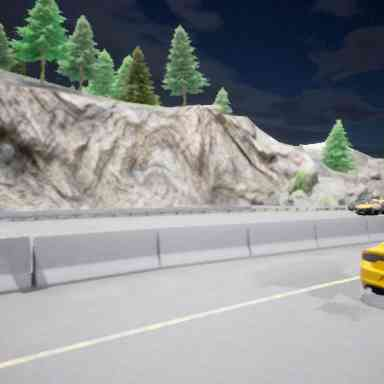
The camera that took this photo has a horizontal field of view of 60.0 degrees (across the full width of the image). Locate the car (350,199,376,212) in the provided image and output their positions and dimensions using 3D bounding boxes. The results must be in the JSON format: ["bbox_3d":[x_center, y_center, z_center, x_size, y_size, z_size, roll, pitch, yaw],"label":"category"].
[{"bbox_3d":[18.999,1.540,33.836,5.008,1.535,1.882,0,0,-22],"label":"car"}]

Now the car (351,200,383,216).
[{"bbox_3d":[16.621,1.655,29.046,4.718,1.301,1.895,0,0,-24],"label":"car"}]

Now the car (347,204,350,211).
[{"bbox_3d":[20.036,1.570,38.017,4.892,1.490,1.837,0,0,-21],"label":"car"}]

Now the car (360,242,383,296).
[{"bbox_3d":[5.820,1.497,7.371,5.008,1.535,1.882,0,0,-32],"label":"car"}]
